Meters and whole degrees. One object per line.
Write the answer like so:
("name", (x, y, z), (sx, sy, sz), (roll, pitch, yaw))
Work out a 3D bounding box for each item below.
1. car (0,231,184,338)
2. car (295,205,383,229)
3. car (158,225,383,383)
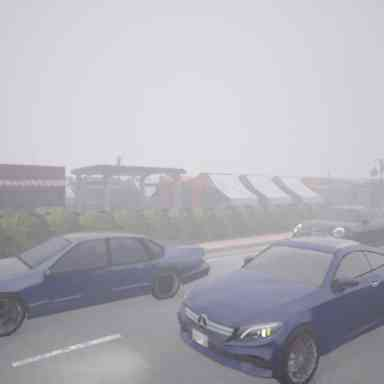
("car", (-2.109, 1.545, 6.790), (5.357, 1.411, 2.033), (0, 0, -37))
("car", (5.877, 1.336, 12.724), (4.553, 1.767, 2.097), (0, 0, -37))
("car", (1.966, 1.519, 5.432), (4.674, 1.442, 1.812), (0, 0, -37))
